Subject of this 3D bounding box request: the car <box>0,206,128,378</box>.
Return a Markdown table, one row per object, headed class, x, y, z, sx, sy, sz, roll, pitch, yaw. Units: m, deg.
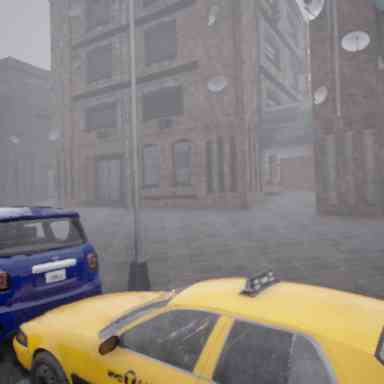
| class | x | y | z | sx | sy | sz | roll | pitch | yaw |
| --- | --- | --- | --- | --- | --- | --- | --- | --- | --- |
| car | -4.103 | 1.287 | 6.128 | 5.566 | 2.045 | 2.435 | -1 | 0 | 34 |
